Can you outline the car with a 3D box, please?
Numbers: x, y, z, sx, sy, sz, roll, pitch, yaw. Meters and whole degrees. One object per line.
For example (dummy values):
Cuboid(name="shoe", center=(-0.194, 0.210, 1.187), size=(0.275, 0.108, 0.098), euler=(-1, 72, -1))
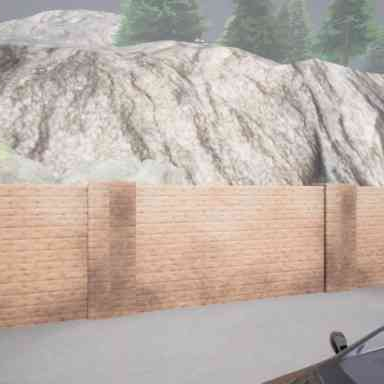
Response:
Cuboid(name="car", center=(2.122, 1.492, 1.934), size=(4.902, 1.511, 2.128), euler=(0, 0, -19))
